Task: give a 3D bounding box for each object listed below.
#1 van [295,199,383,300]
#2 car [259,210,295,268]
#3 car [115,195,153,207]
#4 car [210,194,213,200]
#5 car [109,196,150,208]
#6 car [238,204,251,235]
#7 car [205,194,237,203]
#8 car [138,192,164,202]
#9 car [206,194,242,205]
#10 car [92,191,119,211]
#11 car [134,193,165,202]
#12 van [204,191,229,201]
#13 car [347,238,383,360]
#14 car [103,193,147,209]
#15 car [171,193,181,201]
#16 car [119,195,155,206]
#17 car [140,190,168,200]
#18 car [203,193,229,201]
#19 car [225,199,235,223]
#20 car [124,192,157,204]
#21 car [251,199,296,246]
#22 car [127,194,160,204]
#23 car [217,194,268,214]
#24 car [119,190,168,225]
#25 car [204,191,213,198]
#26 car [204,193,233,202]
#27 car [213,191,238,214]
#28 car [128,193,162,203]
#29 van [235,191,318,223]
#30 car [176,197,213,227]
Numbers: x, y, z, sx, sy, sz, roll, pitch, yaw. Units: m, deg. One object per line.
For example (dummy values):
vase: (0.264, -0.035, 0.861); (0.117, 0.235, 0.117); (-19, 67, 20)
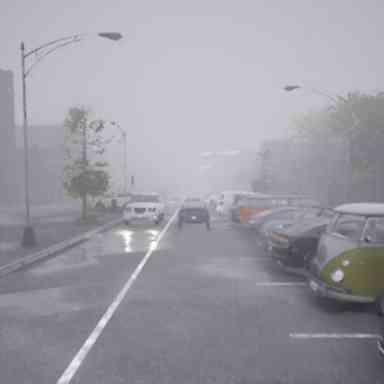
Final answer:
van: (4.534, 1.201, 6.339); (4.442, 1.987, 1.878); (0, 0, 0)
car: (4.646, 1.403, 9.260); (5.008, 1.535, 2.097); (0, 0, 0)
car: (-7.672, 1.159, 44.142); (4.674, 1.452, 2.002); (0, 0, 0)
car: (4.623, 1.229, 34.279); (4.792, 1.488, 2.163); (0, 0, 0)
car: (-7.673, 1.184, 41.079); (4.674, 1.452, 2.002); (0, 0, 0)
car: (4.649, 1.399, 14.722); (4.674, 1.452, 2.002); (0, 0, 0)
car: (4.650, 1.040, 53.956); (4.892, 1.521, 2.231); (0, 0, 0)
car: (-7.643, 0.845, 61.774); (4.553, 1.767, 2.185); (0, 1, 0)
car: (4.649, 1.085, 48.245); (5.008, 1.535, 2.097); (0, 0, 0)
car: (-7.704, 0.940, 35.326); (5.566, 2.045, 2.435); (0, 0, 0)
car: (-7.488, 0.996, 58.834); (5.366, 1.575, 1.946); (0, 0, 0)
van: (4.540, 0.740, 62.207); (4.442, 1.987, 1.878); (0, 1, 0)
car: (4.656, 1.451, 3.548); (4.892, 1.521, 2.231); (0, 0, 0)
car: (-7.644, 1.042, 38.140); (4.553, 1.767, 2.185); (0, 0, 0)
car: (-3.014, 0.978, 64.118); (1.812, 1.442, 4.674); (0, 1, 1)
car: (-7.704, 1.125, 47.081); (4.792, 1.488, 2.163); (0, 0, 0)
car: (-7.644, 0.602, 67.544); (5.566, 2.045, 2.435); (0, 1, 0)
car: (4.651, 0.917, 65.018); (4.892, 1.521, 2.231); (0, 2, 0)
car: (4.680, 1.343, 20.311); (4.792, 1.488, 2.163); (0, 0, 0)
car: (-7.706, 0.945, 50.018); (4.553, 1.767, 2.185); (0, 0, 0)
car: (4.682, 1.256, 11.928); (4.553, 1.767, 2.185); (0, 0, 0)
car: (-7.680, 1.049, 52.831); (4.892, 1.521, 2.231); (0, 0, 0)
car: (4.685, 1.097, 31.482); (4.553, 1.767, 2.185); (0, 0, 0)
car: (-3.096, 1.038, 22.396); (2.150, 2.045, 5.566); (0, 0, 0)
car: (4.627, 0.857, 45.449); (5.566, 2.045, 2.435); (0, 0, 0)
car: (4.663, 0.995, 59.416); (4.892, 1.521, 2.231); (0, 1, 0)
car: (4.681, 1.016, 25.895); (5.566, 2.045, 2.435); (0, 0, 0)
car: (-7.859, 1.020, 55.894); (5.366, 1.575, 1.946); (0, 0, 0)
van: (4.769, 1.110, 17.513); (4.442, 1.987, 1.878); (0, 0, 0)
car: (0.102, 1.301, 21.513); (1.882, 1.535, 5.008); (0, 0, 0)
